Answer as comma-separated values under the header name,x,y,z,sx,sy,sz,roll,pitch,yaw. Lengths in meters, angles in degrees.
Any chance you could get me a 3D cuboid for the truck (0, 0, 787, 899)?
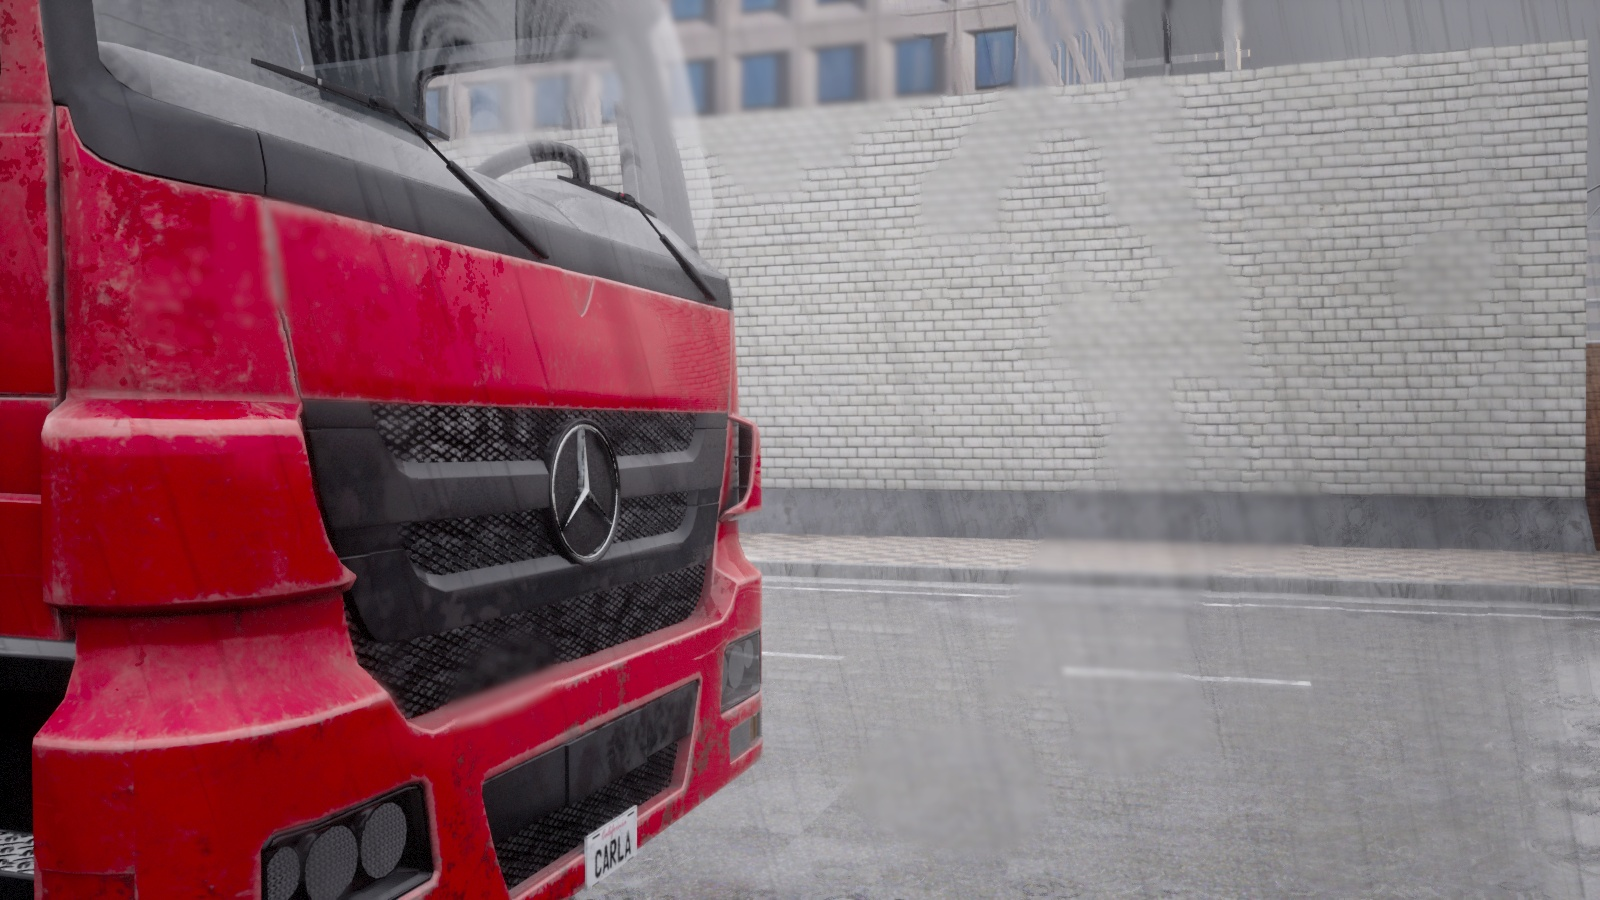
name,x,y,z,sx,sy,sz,roll,pitch,yaw
truck,-4.275,-0.245,4.614,7.936,3.462,2.891,1,1,19
